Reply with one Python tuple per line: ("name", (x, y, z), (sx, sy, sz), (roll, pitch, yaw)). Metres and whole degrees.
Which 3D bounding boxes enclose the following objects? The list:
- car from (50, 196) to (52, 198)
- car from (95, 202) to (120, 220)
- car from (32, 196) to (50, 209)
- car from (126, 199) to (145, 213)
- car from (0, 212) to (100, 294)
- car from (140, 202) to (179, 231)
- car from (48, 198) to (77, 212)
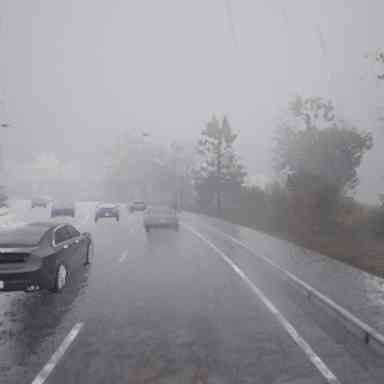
("car", (-28.887, 1.557, 66.462), (1.812, 1.442, 4.674), (0, 0, -35))
("car", (-7.010, 1.548, 27.594), (1.812, 1.442, 4.674), (0, 0, -14))
("car", (-21.621, 1.549, 47.137), (1.837, 1.490, 4.892), (0, 0, -25))
("car", (-6.263, 1.516, 37.484), (2.128, 1.511, 4.902), (0, 0, -18))
("car", (-3.924, 1.518, 8.742), (1.837, 1.490, 4.892), (0, 0, -5))
("car", (-1.982, 1.574, 20.607), (1.994, 1.385, 4.181), (0, 0, -10))
("car", (-11.526, 1.508, 30.144), (1.882, 1.535, 5.008), (0, 0, -16))
